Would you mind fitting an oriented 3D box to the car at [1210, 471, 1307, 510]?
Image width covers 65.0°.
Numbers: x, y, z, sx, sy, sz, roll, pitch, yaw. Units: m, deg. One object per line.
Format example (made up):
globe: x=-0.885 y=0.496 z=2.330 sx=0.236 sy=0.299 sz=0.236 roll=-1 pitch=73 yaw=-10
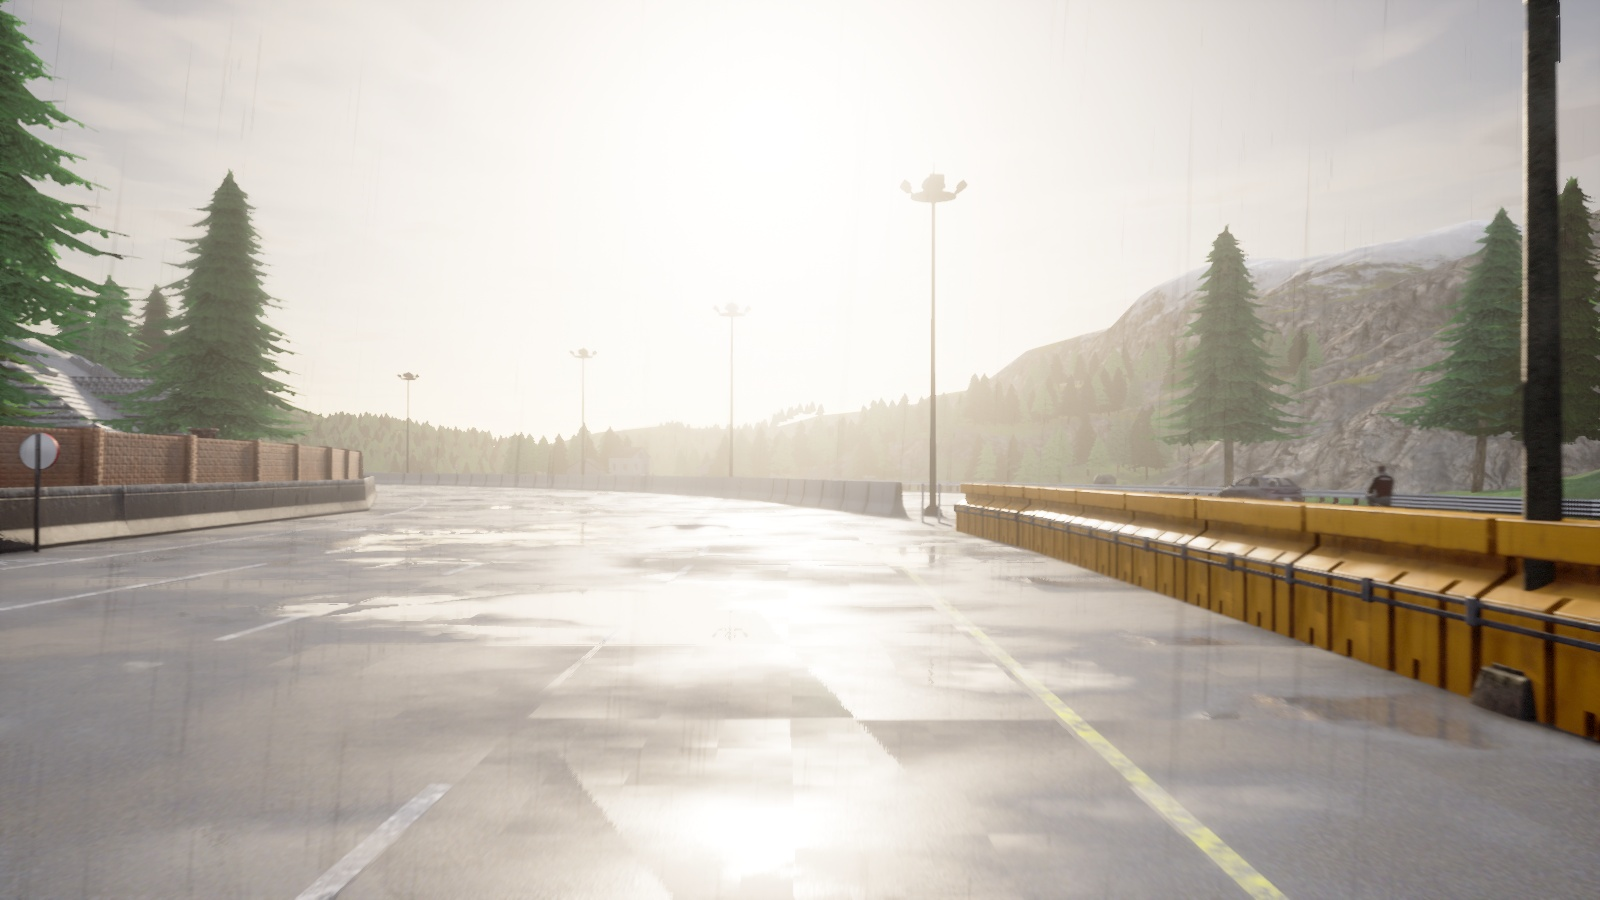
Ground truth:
car: x=18.376 y=1.600 z=50.512 sx=1.816 sy=1.474 sz=4.193 roll=0 pitch=-1 yaw=-10
